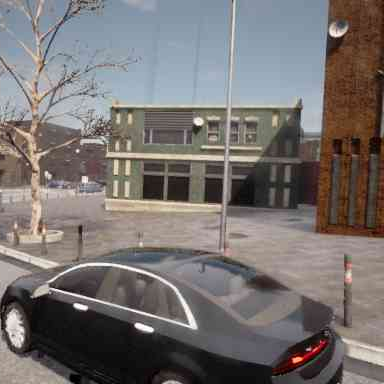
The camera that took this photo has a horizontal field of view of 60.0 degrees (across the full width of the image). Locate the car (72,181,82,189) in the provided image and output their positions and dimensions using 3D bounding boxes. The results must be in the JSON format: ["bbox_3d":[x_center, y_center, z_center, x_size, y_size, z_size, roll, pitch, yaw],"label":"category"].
[{"bbox_3d":[-26.009,-1.475,68.519,5.008,1.535,2.097,3,2,20],"label":"car"}]

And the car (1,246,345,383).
[{"bbox_3d":[-0.682,1.498,4.381,4.892,1.490,1.837,1,0,37],"label":"car"}]

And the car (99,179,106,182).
[{"bbox_3d":[-23.123,-1.688,76.272,4.892,1.521,2.231,3,3,20],"label":"car"}]

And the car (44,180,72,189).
[{"bbox_3d":[-26.933,-1.533,65.913,4.553,1.767,2.185,3,3,20],"label":"car"}]

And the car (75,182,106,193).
[{"bbox_3d":[-16.933,-0.530,56.801,2.033,1.411,5.357,3,2,19],"label":"car"}]
